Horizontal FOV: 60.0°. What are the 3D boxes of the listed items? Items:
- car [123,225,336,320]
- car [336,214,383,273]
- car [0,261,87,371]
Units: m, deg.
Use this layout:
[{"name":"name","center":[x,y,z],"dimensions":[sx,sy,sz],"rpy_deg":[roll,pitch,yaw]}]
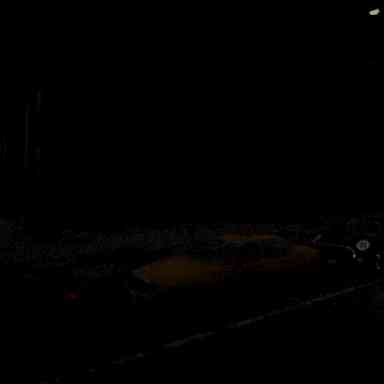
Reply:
[{"name":"car","center":[0.923,1.534,7.304],"dimensions":[4.829,1.417,1.752],"rpy_deg":[0,0,-36]},{"name":"car","center":[5.622,1.460,10.655],"dimensions":[4.097,1.590,1.967],"rpy_deg":[0,0,-36]},{"name":"car","center":[-3.499,1.581,4.149],"dimensions":[4.206,1.307,1.802],"rpy_deg":[0,0,-36]}]
